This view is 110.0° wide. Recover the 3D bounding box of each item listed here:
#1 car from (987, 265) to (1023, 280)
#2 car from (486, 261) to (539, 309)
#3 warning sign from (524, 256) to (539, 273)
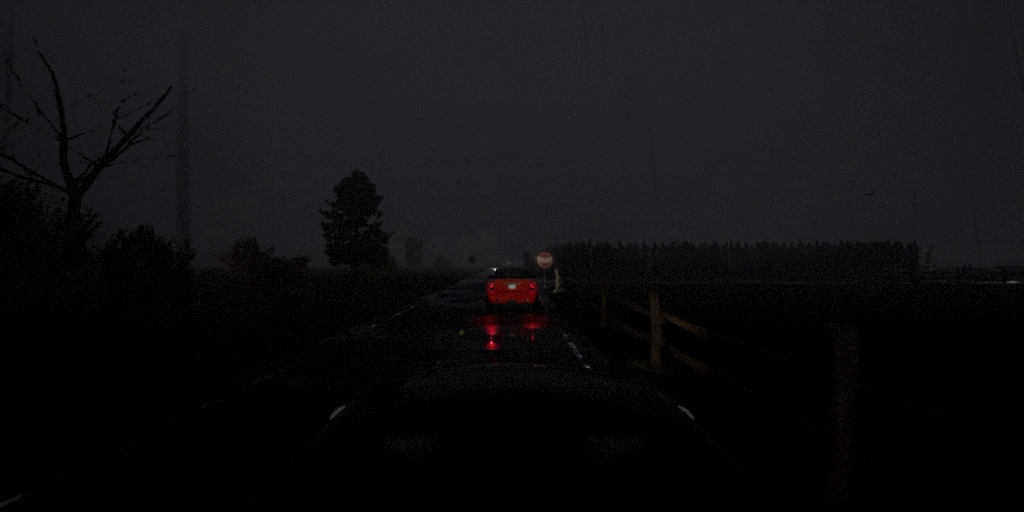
[{"bbox_3d":[48.590,1.552,34.217,5.008,1.535,1.882,0,-1,-1],"label":"car"},{"bbox_3d":[0.007,1.227,15.933,2.097,1.767,4.553,0,-1,0],"label":"car"},{"bbox_3d":[2.461,1.236,46.108,1.300,1.860,1.060,0,0,0],"label":"warning sign"}]
